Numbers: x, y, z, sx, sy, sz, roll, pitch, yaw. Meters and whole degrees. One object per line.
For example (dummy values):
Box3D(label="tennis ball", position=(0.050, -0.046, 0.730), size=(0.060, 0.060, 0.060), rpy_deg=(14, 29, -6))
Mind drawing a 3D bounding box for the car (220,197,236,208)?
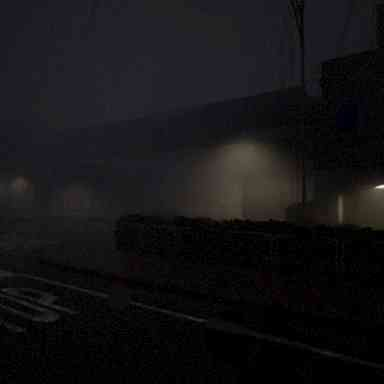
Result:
Box3D(label="car", position=(6.611, 1.648, 55.508), size=(2.097, 1.767, 4.553), rpy_deg=(-1, 0, 36))

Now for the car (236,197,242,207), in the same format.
Box3D(label="car", position=(9.918, 1.484, 54.104), size=(2.150, 2.045, 5.566), rpy_deg=(-1, -1, 36))
